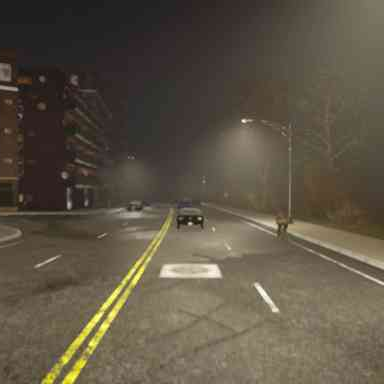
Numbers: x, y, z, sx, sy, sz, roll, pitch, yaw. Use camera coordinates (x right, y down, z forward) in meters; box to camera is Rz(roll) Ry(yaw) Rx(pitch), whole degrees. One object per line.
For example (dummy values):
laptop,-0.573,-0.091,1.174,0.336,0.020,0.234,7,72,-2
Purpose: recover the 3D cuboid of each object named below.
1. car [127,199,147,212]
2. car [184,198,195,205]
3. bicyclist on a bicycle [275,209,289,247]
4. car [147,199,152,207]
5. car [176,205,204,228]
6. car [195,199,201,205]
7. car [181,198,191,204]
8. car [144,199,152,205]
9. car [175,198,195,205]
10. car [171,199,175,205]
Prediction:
car,-7.796,1.927,45.863,2.128,1.511,4.902,0,-1,-3
car,-0.559,2.263,78.112,2.128,1.511,4.902,0,-1,-6
bicyclist on a bicycle,4.066,1.609,15.039,0.582,1.620,1.656,0,-1,-1
car,-9.015,2.202,63.917,1.895,1.301,4.718,0,-1,-4
car,-0.168,1.841,24.333,1.895,1.301,4.718,0,-1,-2
car,0.695,2.136,65.891,1.837,1.490,4.892,0,0,-5
car,-1.686,2.351,88.125,2.128,1.511,4.902,0,-1,-7
car,-10.457,2.259,78.986,1.895,1.301,4.718,0,-1,-6
car,-0.959,1.898,43.306,1.882,1.535,5.008,0,-1,-3
car,-3.891,2.335,78.731,1.895,1.301,4.718,0,-1,-6
